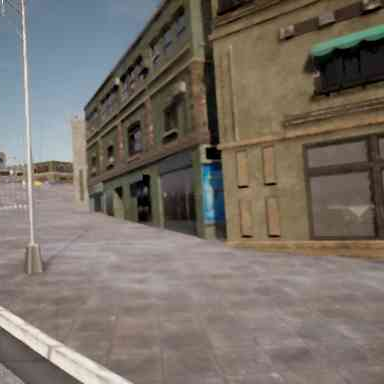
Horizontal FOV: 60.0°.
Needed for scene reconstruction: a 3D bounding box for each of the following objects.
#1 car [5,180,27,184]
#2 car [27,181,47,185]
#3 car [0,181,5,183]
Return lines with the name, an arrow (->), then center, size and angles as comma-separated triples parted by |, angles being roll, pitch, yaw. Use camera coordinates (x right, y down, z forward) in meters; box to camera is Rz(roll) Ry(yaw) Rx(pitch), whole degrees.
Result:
car -> -43.919, -2.212, 81.433 | 2.002, 1.452, 4.674 | -6, -3, 31
car -> -41.142, -2.194, 86.236 | 2.097, 1.535, 5.008 | -5, -3, 30
car -> -46.803, -2.294, 76.693 | 2.231, 1.521, 4.892 | -6, -3, 32
